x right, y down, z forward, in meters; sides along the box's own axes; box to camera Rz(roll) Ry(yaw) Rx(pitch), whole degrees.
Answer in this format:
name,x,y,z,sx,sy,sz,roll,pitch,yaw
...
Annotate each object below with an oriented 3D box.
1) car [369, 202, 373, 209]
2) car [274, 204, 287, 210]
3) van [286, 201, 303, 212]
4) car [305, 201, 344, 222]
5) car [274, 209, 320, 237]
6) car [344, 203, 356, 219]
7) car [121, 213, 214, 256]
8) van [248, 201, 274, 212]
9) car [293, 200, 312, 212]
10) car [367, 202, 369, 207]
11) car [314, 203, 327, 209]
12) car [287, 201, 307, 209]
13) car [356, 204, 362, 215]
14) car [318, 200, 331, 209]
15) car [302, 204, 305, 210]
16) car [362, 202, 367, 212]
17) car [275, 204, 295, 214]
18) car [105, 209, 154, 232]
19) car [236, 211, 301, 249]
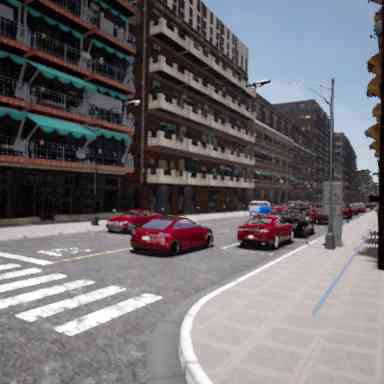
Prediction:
name,x,y,z,sx,sy,sz,roll,pitch,yaw
car,44.379,3.337,83.995,2.192,1.841,5.009,0,-1,31
car,10.977,2.346,44.646,1.802,1.307,4.206,0,-1,31
van,16.805,2.350,54.364,1.690,1.788,3.998,0,-1,31
car,12.280,1.984,30.614,2.192,1.841,5.009,0,-1,31
car,6.441,1.992,20.905,1.947,1.339,4.313,0,-1,31
car,18.117,2.228,40.321,2.192,1.841,5.009,0,-1,31
car,-0.721,1.740,14.196,1.994,1.385,4.181,1,-1,31
van,8.063,1.983,39.797,1.690,1.788,3.998,0,-1,31
car,19.699,2.446,59.231,2.192,1.841,5.009,0,-1,31
car,32.791,3.056,64.726,1.752,1.417,4.829,0,-1,31
car,28.459,3.052,73.780,2.008,1.369,4.403,0,-1,31
car,14.847,2.383,45.904,1.837,1.490,4.892,1,-1,31
car,23.949,2.739,50.021,1.802,1.307,4.206,0,-1,31
car,31.381,2.939,78.637,2.192,1.841,5.009,0,-1,31
car,15.426,2.411,40.936,1.994,1.385,4.181,1,-1,32
car,29.787,2.844,59.729,1.967,1.590,4.097,0,-1,31
car,13.893,2.468,49.499,1.802,1.307,4.206,0,-1,31
car,-3.451,1.745,20.651,1.802,1.307,4.206,0,-1,31
car,3.699,1.857,16.346,1.887,1.381,4.507,0,-1,31
